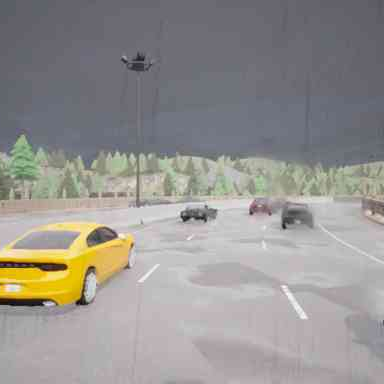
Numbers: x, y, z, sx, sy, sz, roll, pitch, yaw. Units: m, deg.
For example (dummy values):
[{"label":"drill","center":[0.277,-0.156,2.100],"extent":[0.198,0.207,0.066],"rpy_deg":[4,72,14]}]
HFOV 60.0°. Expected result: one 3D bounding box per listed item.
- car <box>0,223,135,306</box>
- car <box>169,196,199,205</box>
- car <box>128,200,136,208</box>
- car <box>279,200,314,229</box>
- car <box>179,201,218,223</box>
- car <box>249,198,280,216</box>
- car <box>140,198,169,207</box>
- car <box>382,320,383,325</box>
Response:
[{"label":"car","center":[-2.815,1.483,8.140],"extent":[1.882,1.535,5.008],"rpy_deg":[0,0,5]},{"label":"car","center":[-0.566,1.405,42.003],"extent":[2.097,1.767,4.553],"rpy_deg":[0,0,26]},{"label":"car","center":[-6.709,1.580,45.350],"extent":[2.128,1.511,4.902],"rpy_deg":[0,0,26]},{"label":"car","center":[6.890,1.497,21.902],"extent":[1.837,1.490,4.892],"rpy_deg":[0,0,15]},{"label":"car","center":[0.677,1.615,25.722],"extent":[1.895,1.301,4.718],"rpy_deg":[0,0,16]},{"label":"car","center":[7.198,1.352,33.272],"extent":[2.097,1.767,4.553],"rpy_deg":[0,0,22]},{"label":"car","center":[-4.433,1.560,42.037],"extent":[2.128,1.511,4.902],"rpy_deg":[0,0,26]},{"label":"car","center":[3.820,1.563,3.342],"extent":[1.994,1.385,4.181],"rpy_deg":[0,0,3]}]
